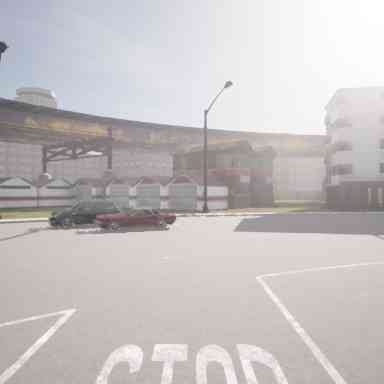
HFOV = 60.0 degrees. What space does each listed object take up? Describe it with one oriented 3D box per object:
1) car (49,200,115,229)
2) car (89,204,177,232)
[{"bbox_3d":[-6.928,1.351,21.834,4.553,1.767,2.097,0,0,-29],"label":"car"},{"bbox_3d":[-3.433,1.601,20.011,4.718,1.301,1.895,0,0,-27],"label":"car"}]
